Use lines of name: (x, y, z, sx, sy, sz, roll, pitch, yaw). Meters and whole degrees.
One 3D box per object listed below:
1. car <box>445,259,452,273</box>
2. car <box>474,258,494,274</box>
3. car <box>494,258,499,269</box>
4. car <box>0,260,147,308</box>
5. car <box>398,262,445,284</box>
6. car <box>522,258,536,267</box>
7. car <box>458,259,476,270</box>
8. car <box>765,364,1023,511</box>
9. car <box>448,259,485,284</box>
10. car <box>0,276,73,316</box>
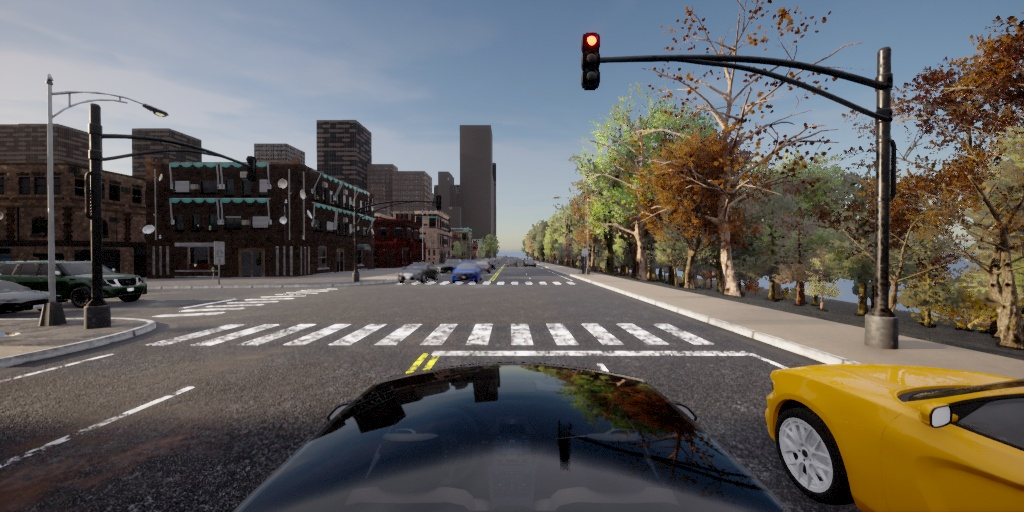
car: (-6.637, 1.088, 40.410, 2.097, 1.767, 4.553, 0, 0, 0)
car: (-3.387, 1.262, 40.693, 1.812, 1.442, 4.674, 0, 0, 0)
car: (-3.385, 1.332, 53.160, 1.895, 1.301, 4.718, 0, 0, 0)
car: (-20.012, 1.194, 16.183, 5.566, 2.045, 2.150, -1, 1, 0)
car: (-7.025, 1.235, 27.325, 2.128, 1.511, 4.902, 0, 0, 5)
car: (3.272, 1.290, 64.483, 1.994, 1.385, 4.181, 0, 0, 1)
car: (-6.639, 1.222, 53.330, 2.128, 1.511, 4.902, 0, 0, 0)
car: (3.351, 1.228, 1.378, 1.882, 1.535, 5.008, 0, 0, 0)
car: (-3.378, 1.220, 27.492, 1.882, 1.535, 5.008, 0, 0, 0)
car: (-19.960, 1.565, 13.482, 4.313, 1.339, 1.948, 0, 0, 0)
